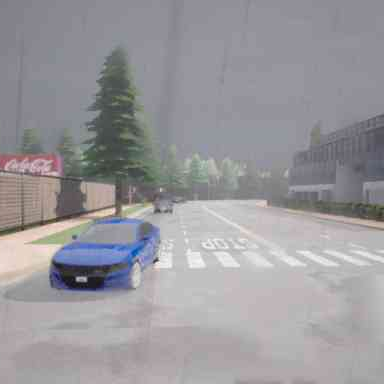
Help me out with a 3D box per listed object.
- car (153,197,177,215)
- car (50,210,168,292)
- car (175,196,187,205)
[{"bbox_3d":[-2.899,1.502,34.116,2.128,1.511,4.902,0,0,-3],"label":"car"},{"bbox_3d":[-2.061,1.496,9.256,1.882,1.535,5.008,1,0,4],"label":"car"},{"bbox_3d":[-2.574,1.485,59.614,2.033,1.411,5.357,0,0,19],"label":"car"}]
